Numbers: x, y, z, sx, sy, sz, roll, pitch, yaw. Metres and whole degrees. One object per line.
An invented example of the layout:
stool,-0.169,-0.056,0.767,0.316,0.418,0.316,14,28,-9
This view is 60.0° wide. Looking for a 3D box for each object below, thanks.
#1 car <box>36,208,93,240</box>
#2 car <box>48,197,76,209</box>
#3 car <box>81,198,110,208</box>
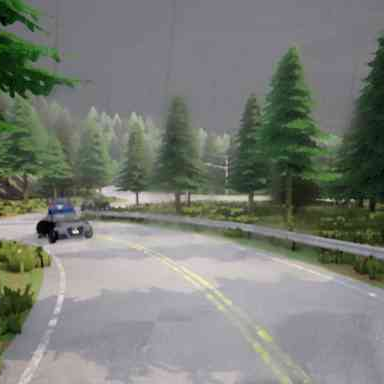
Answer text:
car,-6.739,1.761,17.369,1.994,1.385,4.181,-4,1,-37
car,-12.525,1.503,32.057,2.150,2.045,5.566,-1,0,-17
car,-12.276,1.530,42.638,2.097,1.767,4.553,2,2,14
